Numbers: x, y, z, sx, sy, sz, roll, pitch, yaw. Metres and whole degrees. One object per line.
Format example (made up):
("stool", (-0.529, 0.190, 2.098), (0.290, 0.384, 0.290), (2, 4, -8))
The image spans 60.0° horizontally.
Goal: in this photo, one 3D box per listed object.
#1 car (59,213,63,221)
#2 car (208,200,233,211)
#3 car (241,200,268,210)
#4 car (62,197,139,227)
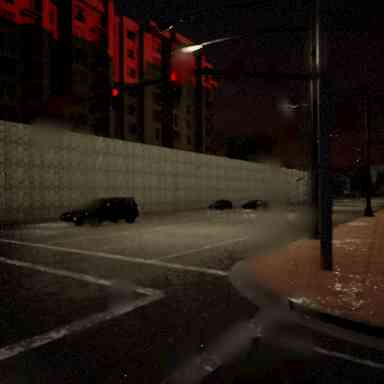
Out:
("car", (-8.763, 1.776, 28.163), (1.837, 1.490, 4.892), (-1, 0, 36))
("car", (4.045, 1.795, 45.955), (1.812, 1.442, 4.674), (-1, 0, 36))
("car", (8.926, 1.776, 46.729), (2.033, 1.411, 5.357), (-1, -1, 36))
("car", (-6.521, 1.445, 25.297), (2.150, 2.045, 5.566), (-1, 1, 36))
